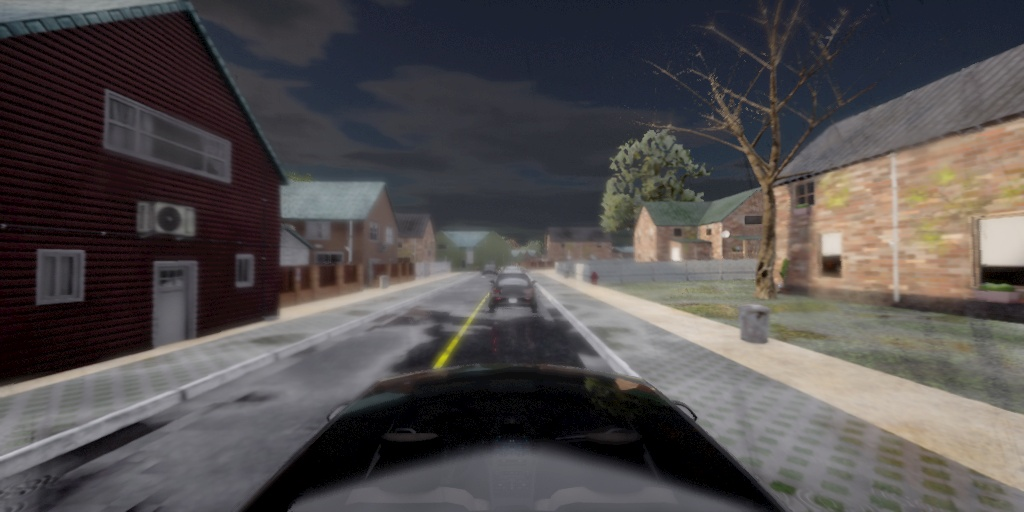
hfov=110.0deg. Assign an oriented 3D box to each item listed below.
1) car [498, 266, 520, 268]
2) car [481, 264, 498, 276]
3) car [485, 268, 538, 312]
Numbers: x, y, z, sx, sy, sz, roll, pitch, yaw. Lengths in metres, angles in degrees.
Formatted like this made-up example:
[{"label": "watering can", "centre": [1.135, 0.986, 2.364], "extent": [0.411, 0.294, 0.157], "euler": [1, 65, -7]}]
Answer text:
[{"label": "car", "centre": [0.054, 1.588, 29.835], "extent": [1.812, 1.442, 4.674], "euler": [0, 0, 0]}, {"label": "car", "centre": [-2.785, 1.768, 46.305], "extent": [1.837, 1.490, 4.892], "euler": [0, -1, 1]}, {"label": "car", "centre": [0.052, 1.416, 14.828], "extent": [1.812, 1.442, 4.674], "euler": [0, 0, 0]}]
